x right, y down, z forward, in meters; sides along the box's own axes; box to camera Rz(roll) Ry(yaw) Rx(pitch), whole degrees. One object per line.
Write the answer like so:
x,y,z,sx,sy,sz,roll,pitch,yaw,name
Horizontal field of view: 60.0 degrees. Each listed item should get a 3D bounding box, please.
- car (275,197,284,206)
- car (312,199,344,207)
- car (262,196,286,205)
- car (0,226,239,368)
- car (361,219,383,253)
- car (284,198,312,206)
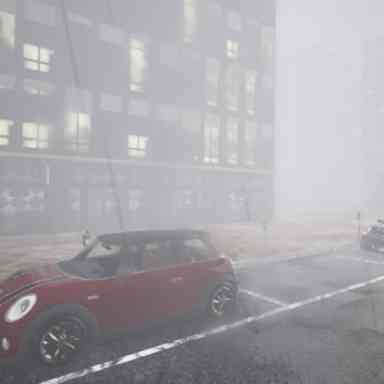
11.459,1.571,51.680,2.008,1.369,4.403,1,-1,-35,car
21.579,1.676,51.883,1.802,1.307,4.206,0,-1,-35,car
15.031,1.595,61.145,1.967,1.590,4.097,0,-1,-35,car
-1.191,1.435,5.695,4.097,1.590,1.967,0,1,-35,car
8.018,1.406,12.265,4.097,1.590,1.967,0,1,-35,car
18.305,1.669,56.514,1.887,1.381,4.507,0,-1,-35,car
